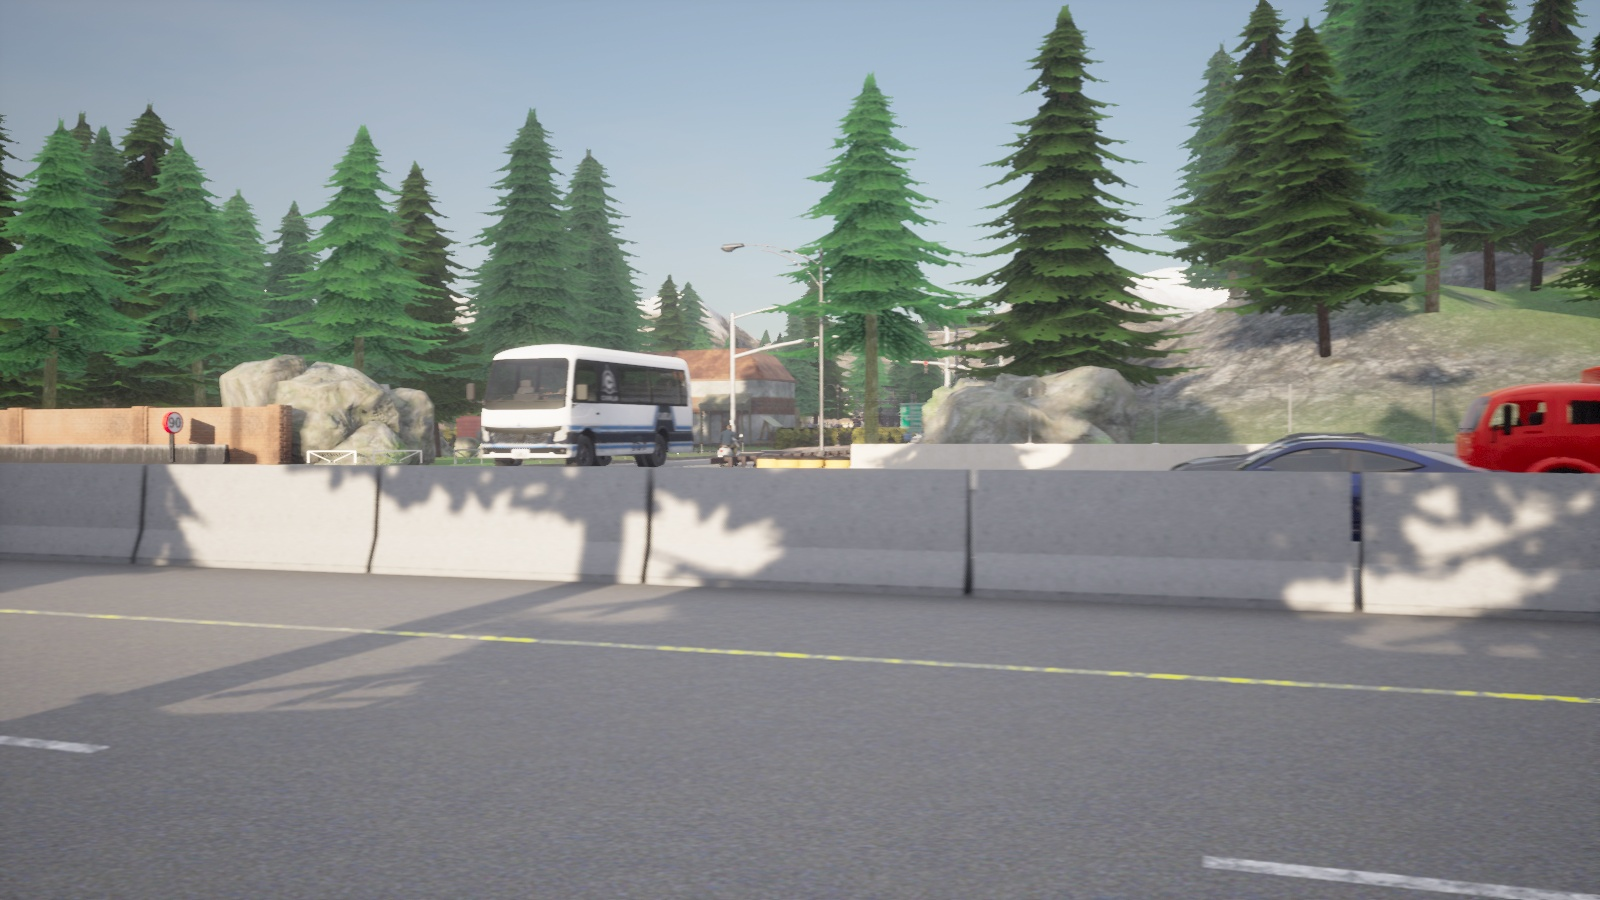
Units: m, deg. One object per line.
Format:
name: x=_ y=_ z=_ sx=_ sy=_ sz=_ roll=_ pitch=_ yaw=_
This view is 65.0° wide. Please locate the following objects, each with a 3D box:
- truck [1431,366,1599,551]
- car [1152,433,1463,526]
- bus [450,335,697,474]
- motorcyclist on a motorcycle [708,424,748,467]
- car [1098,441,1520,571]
truck: x=11.955 y=0.103 z=17.626 sx=5.204 sy=2.467 sz=2.627 roll=1 pitch=1 yaw=19
car: x=8.873 y=0.458 z=22.362 sx=4.902 sy=1.511 sz=2.128 roll=1 pitch=1 yaw=19
bus: x=-7.476 y=-1.475 z=43.786 sx=3.944 sy=4.253 sz=10.273 roll=1 pitch=1 yaw=19
motorcyclist on a motorcycle: x=-2.676 y=-0.178 z=46.971 sx=0.866 sy=1.590 sz=1.817 roll=1 pitch=1 yaw=19
car: x=6.242 y=0.622 z=15.863 sx=4.674 sy=1.442 sz=1.812 roll=1 pitch=1 yaw=19
